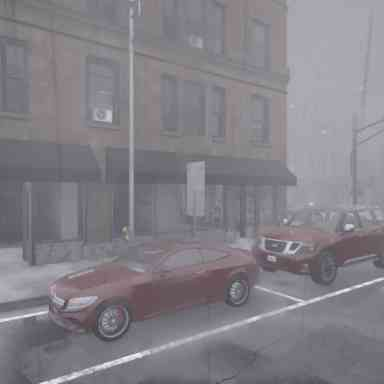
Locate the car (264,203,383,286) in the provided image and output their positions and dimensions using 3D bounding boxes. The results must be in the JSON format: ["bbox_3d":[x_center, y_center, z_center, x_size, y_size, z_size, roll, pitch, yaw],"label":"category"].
[{"bbox_3d":[4.002,1.316,9.617,5.009,1.841,2.192,0,0,-35],"label":"car"}]

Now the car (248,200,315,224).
[{"bbox_3d":[6.803,1.490,25.883,1.882,1.535,5.008,0,0,-35],"label":"car"}]

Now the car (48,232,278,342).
[{"bbox_3d":[-0.496,1.582,6.411,4.206,1.307,1.802,0,0,-35],"label":"car"}]
